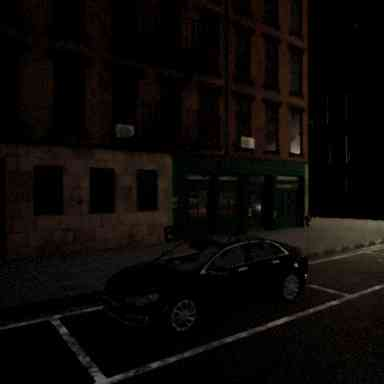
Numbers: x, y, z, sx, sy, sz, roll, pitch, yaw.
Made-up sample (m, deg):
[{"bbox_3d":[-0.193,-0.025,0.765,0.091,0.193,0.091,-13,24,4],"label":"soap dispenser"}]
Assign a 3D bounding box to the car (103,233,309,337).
[{"bbox_3d":[0.488,1.537,6.543,4.403,1.369,2.008,0,0,-36],"label":"car"}]
